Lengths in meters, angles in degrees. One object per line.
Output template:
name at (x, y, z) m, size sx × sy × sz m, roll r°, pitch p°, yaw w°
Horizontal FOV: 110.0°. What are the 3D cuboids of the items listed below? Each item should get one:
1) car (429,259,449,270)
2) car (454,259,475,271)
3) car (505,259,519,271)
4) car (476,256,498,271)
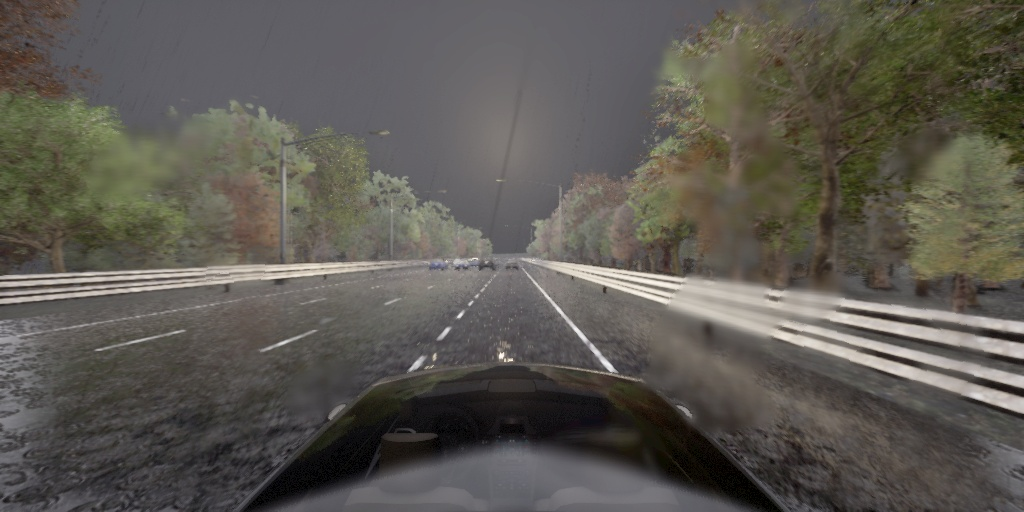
car at (-10.507, 1.149, 51.925) m, size 2.097 × 1.767 × 4.553 m, roll 0°, pitch 0°, yaw 0°
car at (-7.008, 1.404, 51.991) m, size 1.895 × 1.301 × 4.718 m, roll 0°, pitch 0°, yaw 0°
car at (-0.007, 1.319, 51.678) m, size 1.837 × 1.490 × 4.892 m, roll 0°, pitch 0°, yaw 0°
car at (-3.507, 1.029, 51.552) m, size 2.150 × 2.045 × 5.566 m, roll 0°, pitch 0°, yaw 0°
